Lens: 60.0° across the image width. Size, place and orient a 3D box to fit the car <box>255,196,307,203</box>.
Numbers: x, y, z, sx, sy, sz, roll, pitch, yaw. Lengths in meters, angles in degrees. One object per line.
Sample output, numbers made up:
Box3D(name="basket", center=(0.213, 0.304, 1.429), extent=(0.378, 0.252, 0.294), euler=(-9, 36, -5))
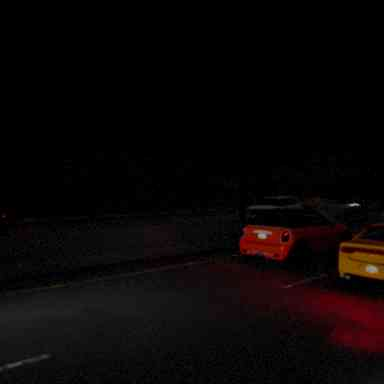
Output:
Box3D(name="car", center=(5.997, 1.300, 23.927), extent=(2.150, 2.045, 5.566), euler=(0, 0, 42))

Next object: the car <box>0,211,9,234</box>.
Box3D(name="car", center=(-12.069, 1.410, 17.046), extent=(4.553, 1.767, 2.097), euler=(0, 0, -37))

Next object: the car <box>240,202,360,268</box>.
Box3D(name="car", center=(3.763, 1.381, 11.671), extent=(4.553, 1.767, 2.097), euler=(0, 0, -41))

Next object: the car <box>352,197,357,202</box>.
Box3D(name="car", center=(35.869, 1.903, 70.197), extent=(1.895, 1.301, 4.718), euler=(0, -1, 36))

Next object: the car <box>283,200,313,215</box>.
Box3D(name="car", center=(11.907, 1.660, 37.005), extent=(1.812, 1.442, 4.674), euler=(0, 0, 36))

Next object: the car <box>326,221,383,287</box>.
Box3D(name="car", center=(5.682, 1.494, 8.676), extent=(5.008, 1.535, 1.882), euler=(0, 0, -41))

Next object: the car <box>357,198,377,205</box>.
Box3D(name="car", center=(29.363, 1.776, 55.189), extent=(1.895, 1.301, 4.718), euler=(0, 0, 36))

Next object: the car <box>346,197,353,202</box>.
Box3D(name="car", center=(38.588, 2.081, 79.984), extent=(2.097, 1.767, 4.553), euler=(0, -3, 36))

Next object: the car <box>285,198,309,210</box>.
Box3D(name="car", center=(14.893, 1.682, 47.128), extent=(1.837, 1.490, 4.892), euler=(0, 0, 36))
